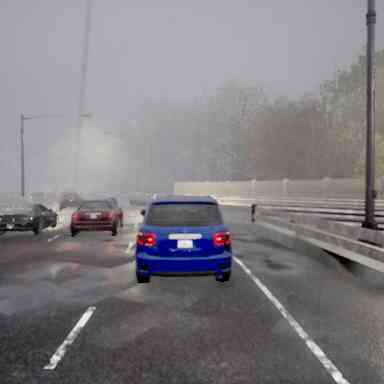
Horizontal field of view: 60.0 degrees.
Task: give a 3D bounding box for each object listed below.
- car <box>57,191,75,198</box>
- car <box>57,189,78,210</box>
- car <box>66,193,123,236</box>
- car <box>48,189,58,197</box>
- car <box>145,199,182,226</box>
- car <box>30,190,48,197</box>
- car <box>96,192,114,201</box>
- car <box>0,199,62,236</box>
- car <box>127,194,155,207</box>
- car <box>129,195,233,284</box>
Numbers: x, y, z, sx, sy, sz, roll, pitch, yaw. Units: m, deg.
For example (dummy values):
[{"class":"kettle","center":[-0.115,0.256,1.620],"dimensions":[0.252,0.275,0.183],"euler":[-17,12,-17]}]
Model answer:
[{"class":"car","center":[-29.217,0.449,77.117],"dimensions":[2.128,1.511,4.902],"euler":[-1,1,-43]},{"class":"car","center":[-12.400,0.872,34.279],"dimensions":[2.097,1.767,4.553],"euler":[0,1,-18]},{"class":"car","center":[-4.718,1.111,17.033],"dimensions":[2.097,1.767,4.553],"euler":[0,1,-8]},{"class":"car","center":[-30.443,0.190,73.256],"dimensions":[2.097,1.767,4.553],"euler":[-1,1,-43]},{"class":"car","center":[-1.948,1.248,21.487],"dimensions":[1.994,1.385,4.181],"euler":[-1,0,-10]},{"class":"car","center":[-33.101,0.370,70.980],"dimensions":[1.837,1.490,4.892],"euler":[-1,1,-43]},{"class":"car","center":[-14.960,0.760,57.156],"dimensions":[1.994,1.385,4.181],"euler":[0,1,-30]},{"class":"car","center":[-8.183,1.291,16.735],"dimensions":[1.812,1.442,4.674],"euler":[0,1,-8]},{"class":"car","center":[-6.099,1.003,39.611],"dimensions":[1.994,1.385,4.181],"euler":[-1,1,-28]},{"class":"car","center":[-0.291,1.088,9.326],"dimensions":[2.150,2.045,5.566],"euler":[0,1,-3]}]
